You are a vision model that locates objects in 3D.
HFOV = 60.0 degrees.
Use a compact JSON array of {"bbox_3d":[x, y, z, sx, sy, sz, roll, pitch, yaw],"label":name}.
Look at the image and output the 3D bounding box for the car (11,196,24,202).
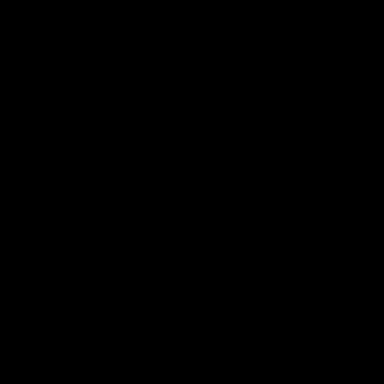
[{"bbox_3d":[-42.746,1.606,80.584,1.882,1.535,5.008,4,0,1],"label":"car"}]
